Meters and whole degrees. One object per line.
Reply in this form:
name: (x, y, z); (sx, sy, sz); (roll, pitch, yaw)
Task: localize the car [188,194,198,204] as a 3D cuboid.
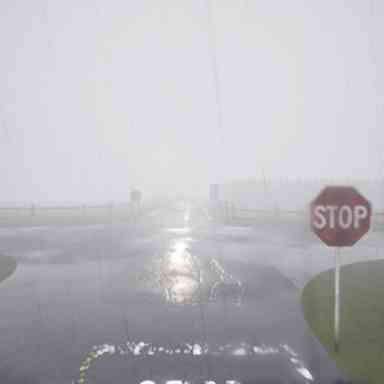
car: (0.236, 1.521, 63.642); (1.895, 1.301, 4.718); (0, 0, 0)

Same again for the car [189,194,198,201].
car: (0.273, 1.232, 73.616); (1.837, 1.490, 4.892); (0, 0, 0)

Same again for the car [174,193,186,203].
car: (-2.499, 1.133, 67.762); (2.150, 2.045, 5.566); (0, 0, 0)
